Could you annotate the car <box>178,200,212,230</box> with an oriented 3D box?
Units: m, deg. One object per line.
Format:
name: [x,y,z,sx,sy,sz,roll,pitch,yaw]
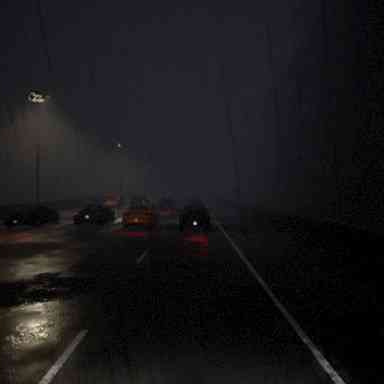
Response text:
car: [0.192,1.520,21.473,1.837,1.490,4.892,0,1,0]

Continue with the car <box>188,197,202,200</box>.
car: [0.367,1.408,44.157,1.994,1.385,4.181,0,1,0]

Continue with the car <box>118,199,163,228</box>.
car: [-3.303,1.488,22.215,1.882,1.535,5.008,0,0,0]

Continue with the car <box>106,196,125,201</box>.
car: [-10.131,1.319,44.488,1.882,1.535,5.008,0,1,0]

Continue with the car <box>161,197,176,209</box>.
car: [-3.146,1.369,42.564,1.837,1.490,4.892,0,1,0]

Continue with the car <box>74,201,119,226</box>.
car: [-6.793,1.569,23.581,1.994,1.385,4.181,0,0,0]

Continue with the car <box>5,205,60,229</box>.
car: [-10.315,1.539,21.743,1.812,1.442,4.674,0,0,0]

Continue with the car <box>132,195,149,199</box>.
car: [-6.647,1.213,42.618,2.097,1.767,4.553,0,0,0]
